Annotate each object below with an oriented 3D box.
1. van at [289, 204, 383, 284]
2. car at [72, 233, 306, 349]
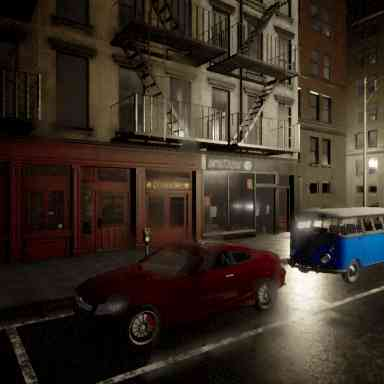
[{"bbox_3d":[4.410,1.341,9.296,3.998,1.788,1.690,0,0,-35],"label":"van"},{"bbox_3d":[-0.005,1.582,6.176,4.206,1.307,1.802,0,0,-35],"label":"car"}]
